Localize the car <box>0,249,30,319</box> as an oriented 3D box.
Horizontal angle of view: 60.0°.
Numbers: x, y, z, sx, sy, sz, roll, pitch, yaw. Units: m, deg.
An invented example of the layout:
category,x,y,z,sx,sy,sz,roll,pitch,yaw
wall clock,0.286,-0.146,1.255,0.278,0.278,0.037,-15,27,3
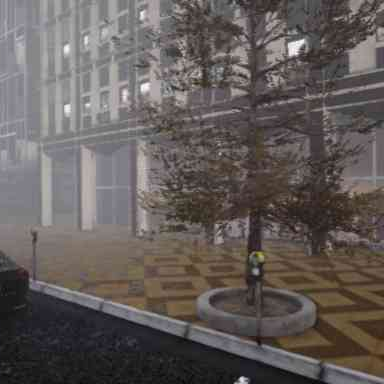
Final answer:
category,x,y,z,sx,sy,sz,roll,pitch,yaw
car,-4.786,1.563,6.300,4.313,1.339,1.947,0,-1,36
